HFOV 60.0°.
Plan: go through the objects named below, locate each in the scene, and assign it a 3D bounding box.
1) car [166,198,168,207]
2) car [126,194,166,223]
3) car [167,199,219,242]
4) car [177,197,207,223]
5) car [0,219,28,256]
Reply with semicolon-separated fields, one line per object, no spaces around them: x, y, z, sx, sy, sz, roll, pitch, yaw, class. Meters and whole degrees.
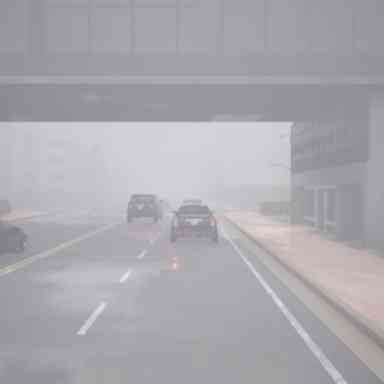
-3.820;1.400;43.007;1.812;1.442;4.674;0;0;-2;car
-3.454;1.148;25.057;2.150;2.045;5.566;0;0;0;car
0.098;1.306;16.143;2.097;1.767;4.553;0;0;0;car
0.100;1.278;25.574;2.097;1.767;4.553;0;0;2;car
-7.081;1.533;10.637;1.994;1.385;4.181;0;0;0;car
